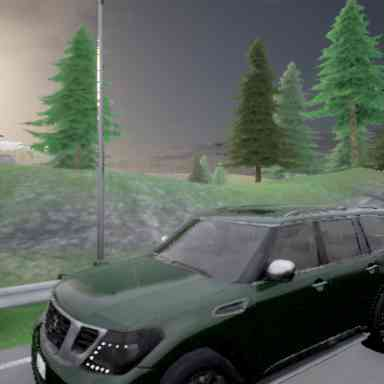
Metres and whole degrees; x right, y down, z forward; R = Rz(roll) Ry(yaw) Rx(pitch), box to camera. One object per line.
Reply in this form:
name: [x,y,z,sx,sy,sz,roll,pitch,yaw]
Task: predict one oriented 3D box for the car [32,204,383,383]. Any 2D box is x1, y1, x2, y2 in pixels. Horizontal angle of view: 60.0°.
car: [0.908,1.223,4.589,5.566,2.045,2.150,0,0,-35]
